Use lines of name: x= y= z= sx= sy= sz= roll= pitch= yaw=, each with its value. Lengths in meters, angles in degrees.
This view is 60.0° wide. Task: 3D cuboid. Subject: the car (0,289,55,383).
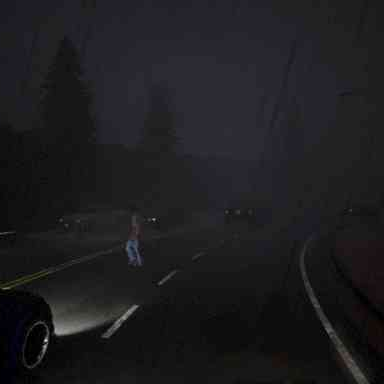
car: x=-3.039 y=1.562 z=3.021 sx=1.994 sy=1.385 sz=4.181 roll=0 pitch=0 yaw=5

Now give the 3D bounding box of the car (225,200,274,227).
car: x=4.084 y=1.352 z=23.012 sx=2.097 sy=1.767 sz=4.553 roll=0 pitch=0 yaw=32

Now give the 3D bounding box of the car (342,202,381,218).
car: x=15.352 y=1.564 z=30.147 sx=4.181 sy=1.385 sz=1.994 roll=0 pitch=0 yaw=-40

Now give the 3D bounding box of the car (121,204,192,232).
car: x=-1.757 y=1.491 z=20.348 sx=2.128 sy=1.511 sz=4.902 roll=0 pitch=0 yaw=28

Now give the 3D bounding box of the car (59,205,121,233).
car: x=-5.777 y=1.526 z=20.059 sx=1.812 sy=1.442 sz=4.674 roll=0 pitch=0 yaw=26

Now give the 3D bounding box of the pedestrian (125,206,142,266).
pedestrian: x=-1.730 y=1.294 z=10.075 sx=0.375 sy=1.860 sz=0.375 roll=0 pitch=0 yaw=15
